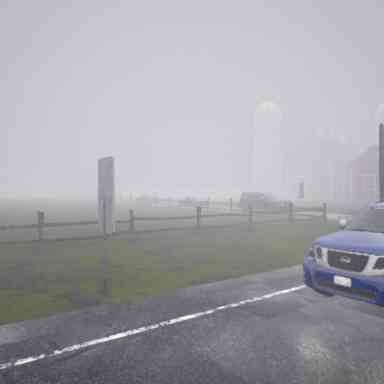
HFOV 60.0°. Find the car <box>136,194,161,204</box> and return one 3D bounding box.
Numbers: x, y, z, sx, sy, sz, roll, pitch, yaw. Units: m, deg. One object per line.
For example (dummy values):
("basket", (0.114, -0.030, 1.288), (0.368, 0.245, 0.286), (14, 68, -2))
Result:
("car", (-6.892, 1.122, 51.906), (2.033, 1.411, 5.357), (-1, 1, -36))

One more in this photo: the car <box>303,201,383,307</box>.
("car", (4.906, 1.219, 7.480), (5.566, 2.045, 2.150), (0, 0, -35))

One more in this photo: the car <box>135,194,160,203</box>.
("car", (-7.839, 1.043, 58.250), (2.033, 1.411, 5.357), (-1, 1, -36))

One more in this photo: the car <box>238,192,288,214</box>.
("car", (6.993, 1.022, 32.590), (2.150, 2.045, 5.566), (-1, 1, -36))

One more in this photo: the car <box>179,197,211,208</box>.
("car", (0.335, 1.294, 41.854), (1.895, 1.301, 4.718), (-1, 1, -36))
